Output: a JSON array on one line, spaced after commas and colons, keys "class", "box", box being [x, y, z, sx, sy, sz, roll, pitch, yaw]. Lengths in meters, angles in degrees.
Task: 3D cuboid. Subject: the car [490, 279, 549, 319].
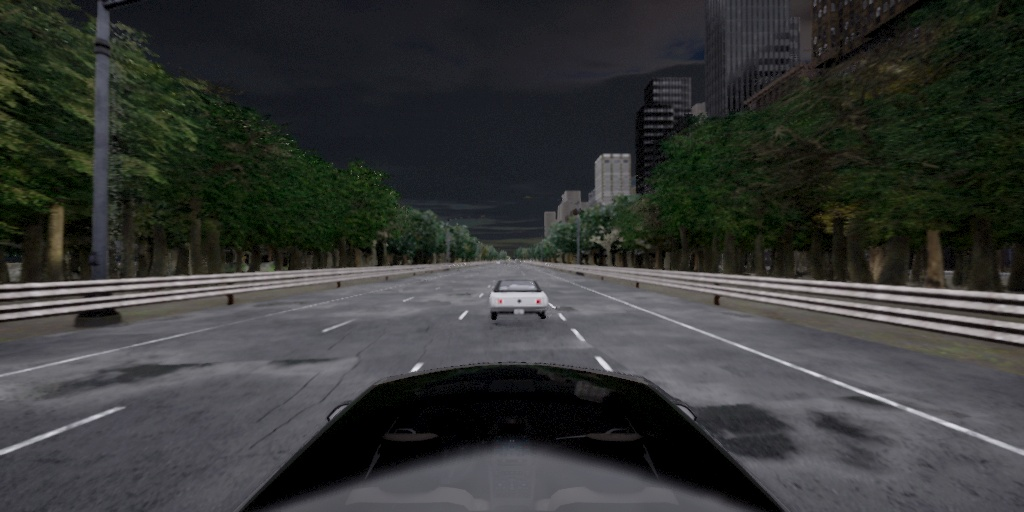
[{"class": "car", "box": [0.173, 1.493, 13.500, 1.895, 1.301, 4.718, 0, -1, -1]}]
